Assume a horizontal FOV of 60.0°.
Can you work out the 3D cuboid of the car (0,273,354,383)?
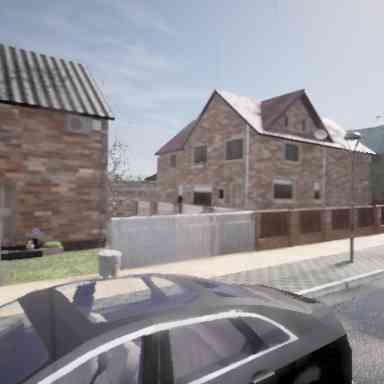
[{"bbox_3d":[-0.794,1.493,2.382,4.902,1.511,2.128,0,0,-35],"label":"car"}]
